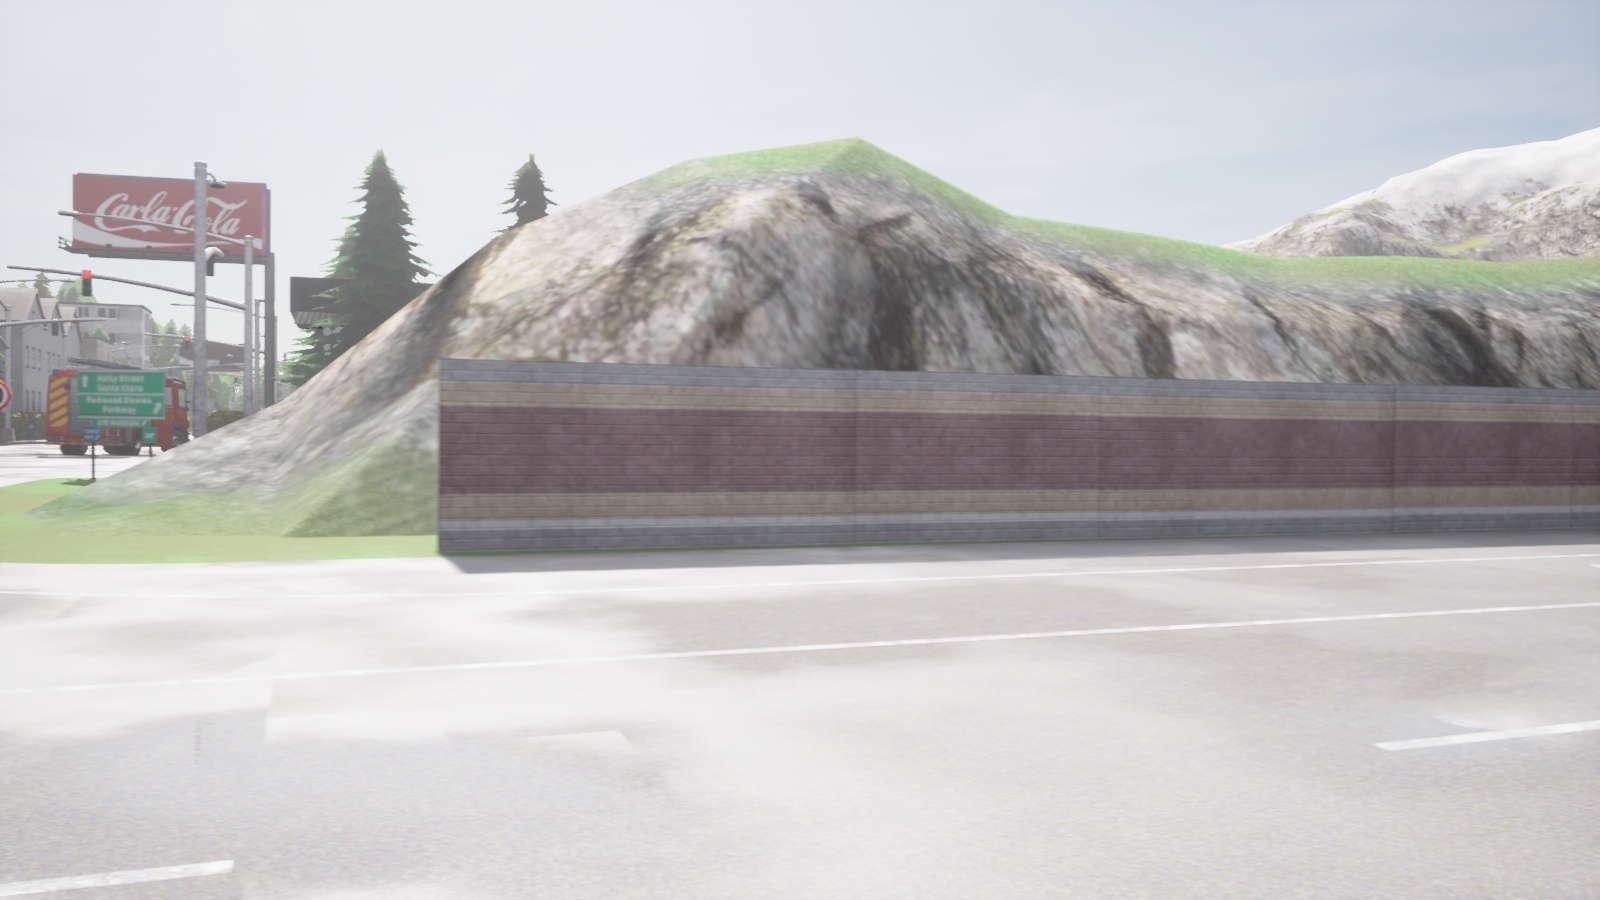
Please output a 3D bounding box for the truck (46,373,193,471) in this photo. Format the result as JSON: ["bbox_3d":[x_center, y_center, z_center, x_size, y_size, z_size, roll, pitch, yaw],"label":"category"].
[{"bbox_3d":[-28.564,-1.061,53.156,2.891,3.827,8.468,0,0,-10],"label":"truck"}]
